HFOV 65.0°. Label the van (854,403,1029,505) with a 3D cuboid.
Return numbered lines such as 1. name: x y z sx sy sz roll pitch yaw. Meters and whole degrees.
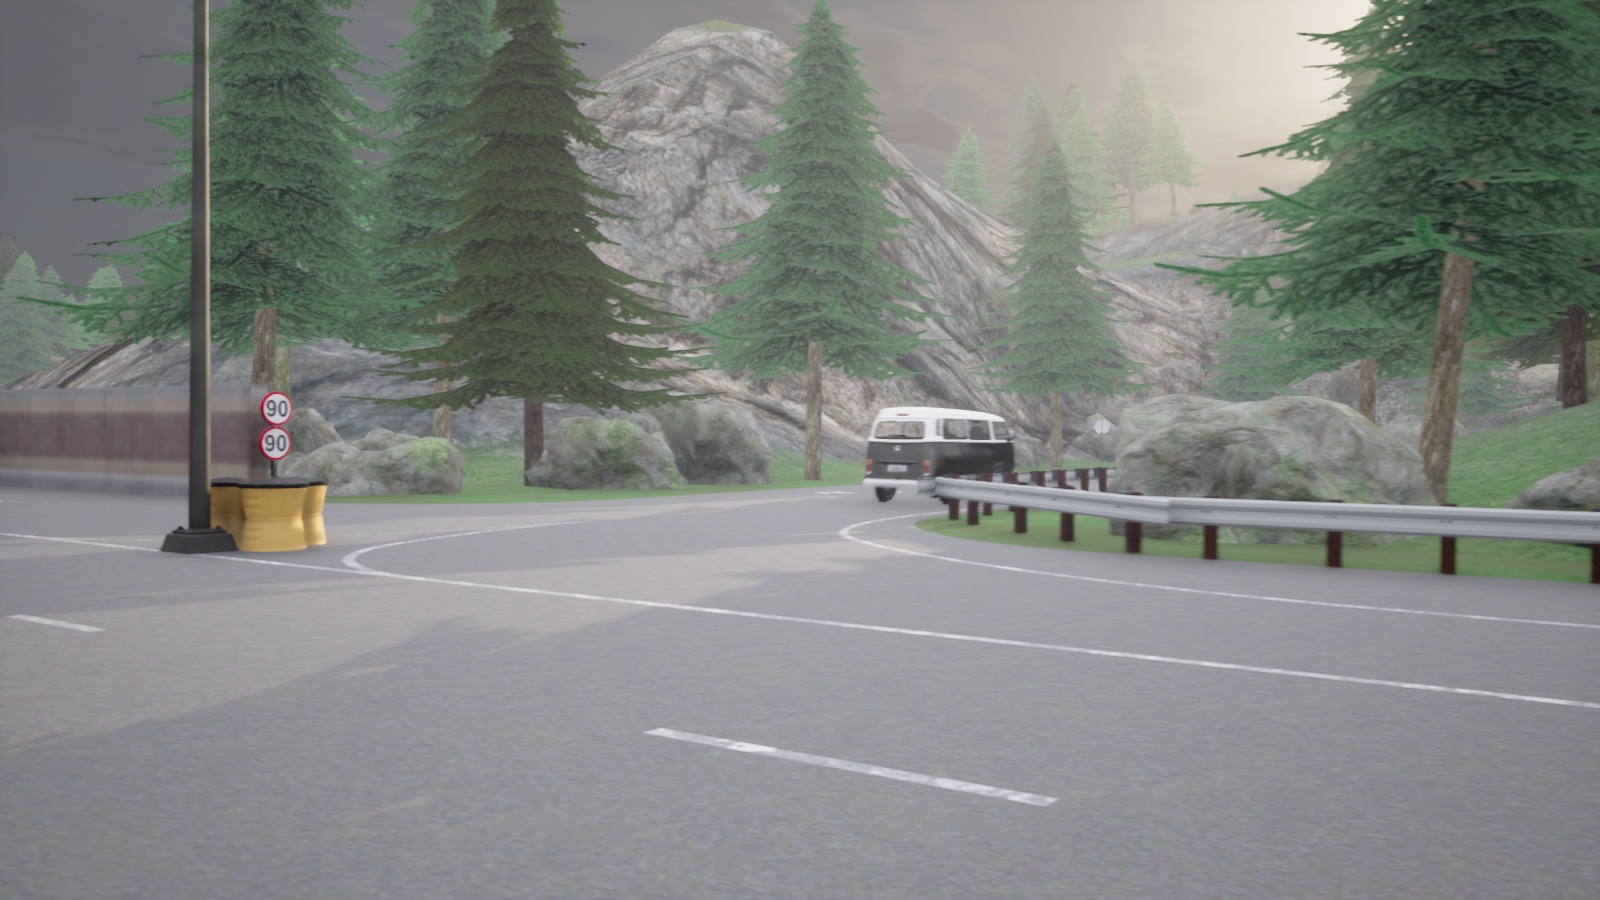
1. van: 3.206 0.045 27.614 2.069 2.038 4.480 0 1 32
